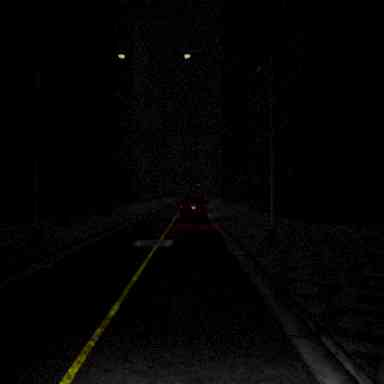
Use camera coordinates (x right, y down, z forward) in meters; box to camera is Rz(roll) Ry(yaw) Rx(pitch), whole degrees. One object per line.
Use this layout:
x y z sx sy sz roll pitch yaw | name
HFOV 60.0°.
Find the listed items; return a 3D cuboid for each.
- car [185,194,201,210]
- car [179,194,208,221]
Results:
0.136 1.349 46.204 2.150 2.045 5.566 0 0 1 | car
0.114 1.279 27.683 2.150 2.045 5.566 0 0 0 | car
